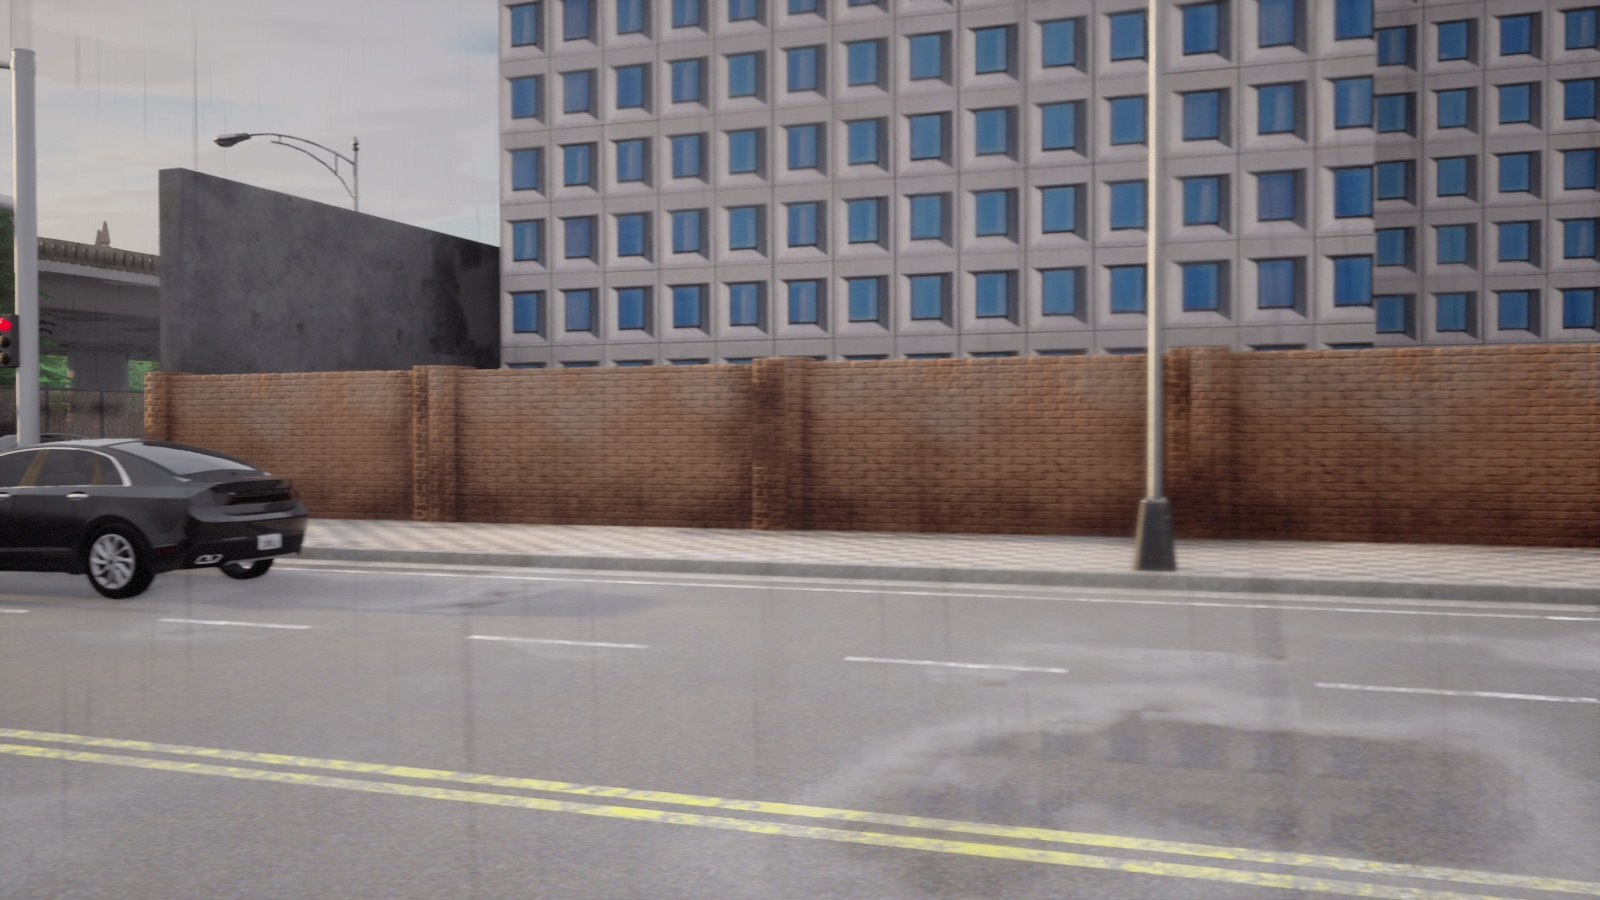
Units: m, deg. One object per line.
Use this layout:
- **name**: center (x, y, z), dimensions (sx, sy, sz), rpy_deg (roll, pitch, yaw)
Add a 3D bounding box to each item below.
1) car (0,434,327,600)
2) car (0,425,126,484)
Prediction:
- **car**: center (-7.591, 0.593, 13.133), dimensions (4.892, 1.490, 1.837), rpy_deg (1, 1, 18)
- **car**: center (-21.257, 0.083, 34.644), dimensions (2.007, 1.525, 4.514), rpy_deg (1, 1, 19)
